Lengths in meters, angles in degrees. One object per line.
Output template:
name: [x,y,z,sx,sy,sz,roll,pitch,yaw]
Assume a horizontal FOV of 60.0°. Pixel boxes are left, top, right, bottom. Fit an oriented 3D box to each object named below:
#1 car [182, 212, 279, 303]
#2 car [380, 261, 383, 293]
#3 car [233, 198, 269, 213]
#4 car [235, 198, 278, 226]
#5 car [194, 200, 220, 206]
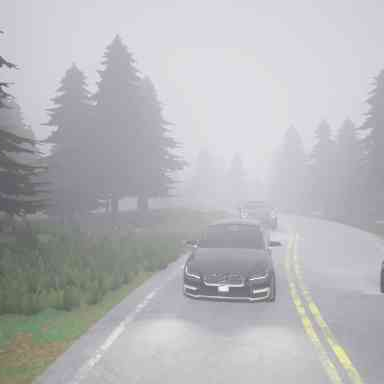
car: [1.091,1.496,8.410,1.837,1.490,4.892,-1,0,12]
car: [4.493,1.308,4.640,2.097,1.767,4.553,-1,0,8]
car: [6.201,1.410,35.732,1.837,1.490,4.892,2,-1,-16]
car: [3.875,1.270,20.363,2.097,1.767,4.553,-1,0,5]
car: [1.917,1.799,44.857,1.812,1.442,4.674,3,-5,-35]
